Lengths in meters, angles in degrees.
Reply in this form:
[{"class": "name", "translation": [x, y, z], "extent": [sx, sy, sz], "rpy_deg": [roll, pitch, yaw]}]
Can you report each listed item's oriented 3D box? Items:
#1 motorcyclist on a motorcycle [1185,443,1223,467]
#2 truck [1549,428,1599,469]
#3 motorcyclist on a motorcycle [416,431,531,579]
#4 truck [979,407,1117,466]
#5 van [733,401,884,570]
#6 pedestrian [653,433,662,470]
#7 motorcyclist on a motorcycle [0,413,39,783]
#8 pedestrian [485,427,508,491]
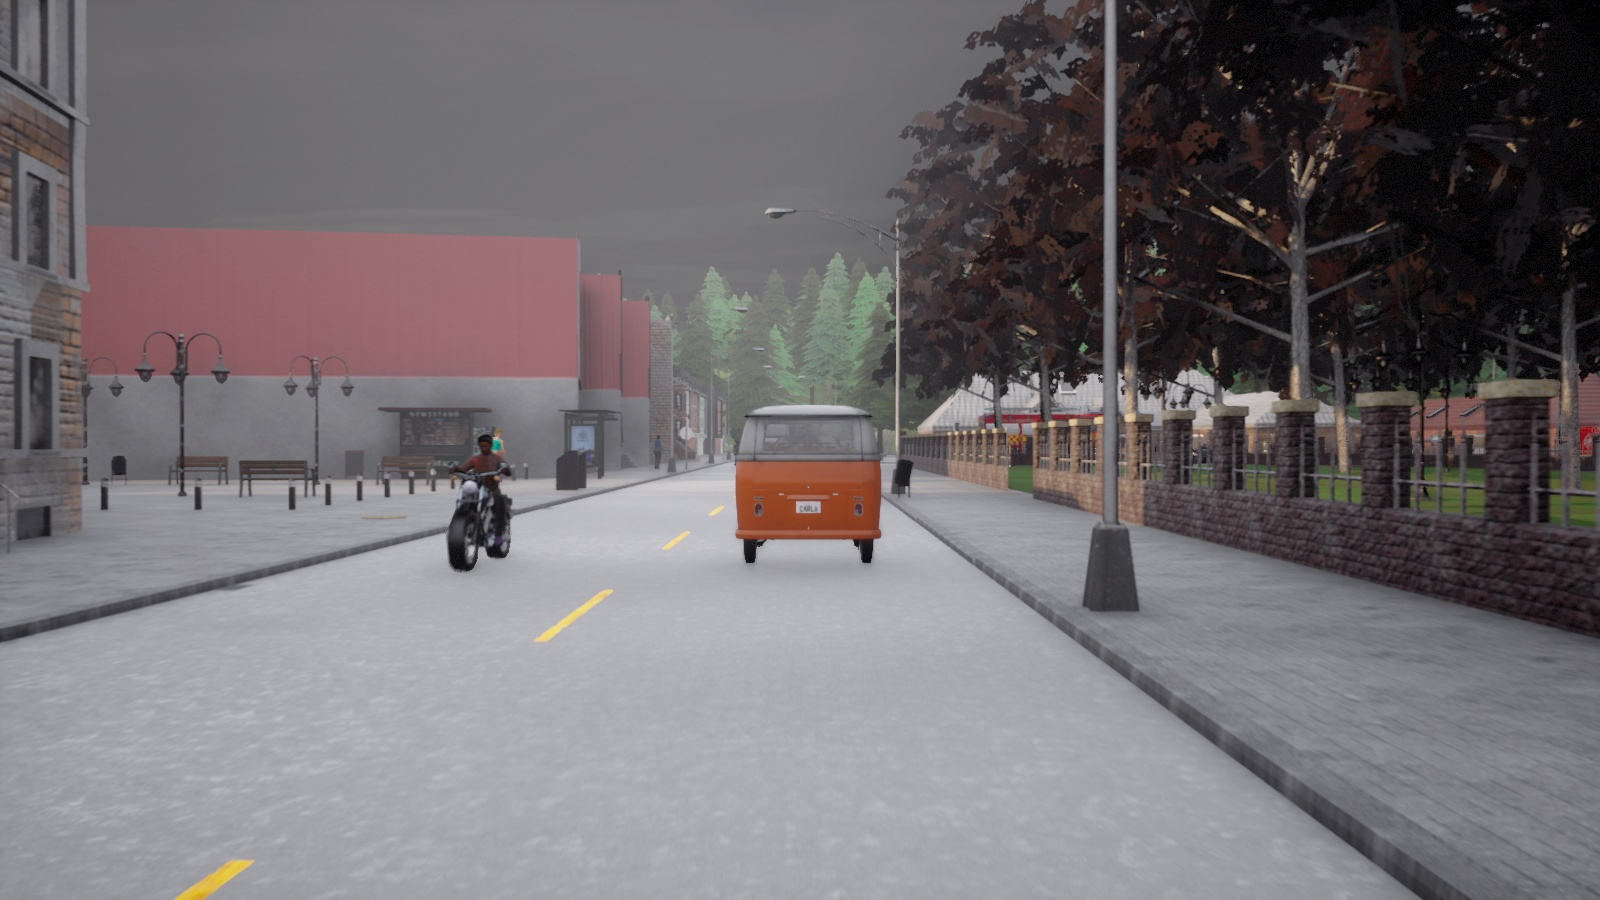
[{"class": "motorcyclist on a motorcycle", "translation": [26.619, 0.336, 82.804], "extent": [2.191, 1.530, 0.866], "rpy_deg": [0, 0, -1]}, {"class": "truck", "translation": [48.853, -0.133, 76.683], "extent": [2.627, 2.467, 5.204], "rpy_deg": [-1, 0, -9]}, {"class": "motorcyclist on a motorcycle", "translation": [-3.899, 0.608, 15.199], "extent": [0.766, 1.649, 2.350], "rpy_deg": [0, 0, 0]}, {"class": "truck", "translation": [16.298, -0.872, 82.831], "extent": [8.468, 3.827, 2.891], "rpy_deg": [0, 0, -1]}, {"class": "van", "translation": [0.112, 0.404, 16.981], "extent": [1.775, 1.987, 4.442], "rpy_deg": [0, 0, 0]}, {"class": "pedestrian", "translation": [-7.527, 0.076, 66.355], "extent": [0.396, 1.930, 0.692], "rpy_deg": [0, 0, 3]}, {"class": "motorcyclist on a motorcycle", "translation": [-3.958, 0.667, 4.709], "extent": [0.766, 1.649, 2.350], "rpy_deg": [0, 0, 0]}, {"class": "pedestrian", "translation": [-8.757, 0.245, 36.264], "extent": [0.345, 1.836, 0.594], "rpy_deg": [0, 0, 23]}]
